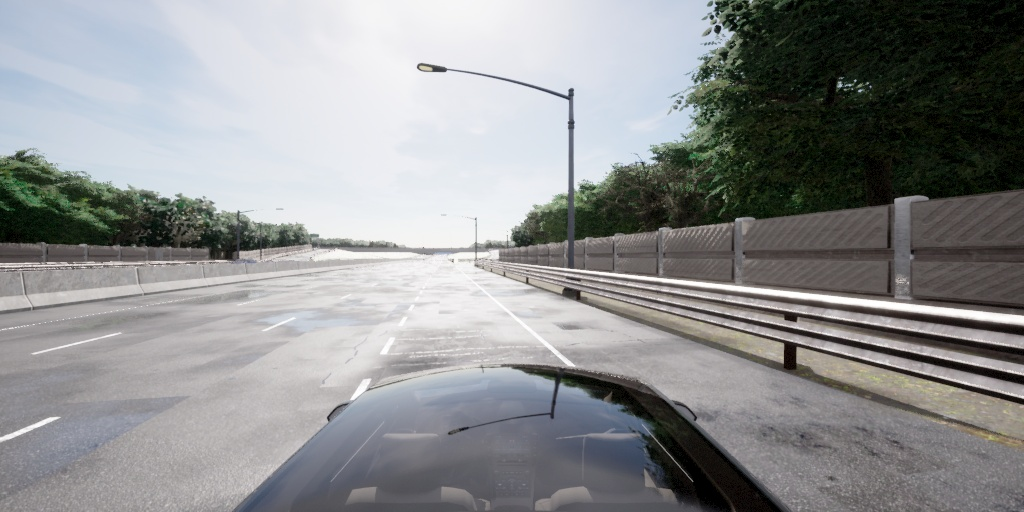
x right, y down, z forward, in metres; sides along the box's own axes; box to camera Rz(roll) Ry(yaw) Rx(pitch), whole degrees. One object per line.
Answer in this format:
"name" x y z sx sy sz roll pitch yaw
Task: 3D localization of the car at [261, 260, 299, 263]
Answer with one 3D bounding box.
"car" -29.700 1.265 46.183 1.882 1.535 5.008 0 0 -10
